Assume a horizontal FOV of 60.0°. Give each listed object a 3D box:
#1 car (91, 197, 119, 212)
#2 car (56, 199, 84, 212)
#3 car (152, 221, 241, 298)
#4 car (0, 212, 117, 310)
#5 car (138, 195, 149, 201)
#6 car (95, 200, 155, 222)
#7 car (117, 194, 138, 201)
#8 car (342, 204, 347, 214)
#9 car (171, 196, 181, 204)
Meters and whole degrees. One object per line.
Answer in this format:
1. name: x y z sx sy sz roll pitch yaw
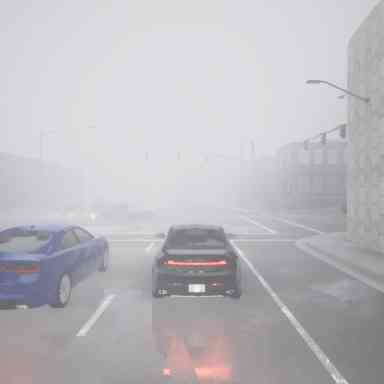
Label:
1. car: -10.449 1.601 39.530 1.895 1.301 4.718 0 0 0
2. car: -14.065 1.526 38.604 1.812 1.442 4.674 0 0 1
3. car: 0.104 1.505 8.478 1.837 1.490 4.892 0 0 0
4. car: -3.401 1.478 7.933 1.882 1.535 5.008 0 0 0
5. car: -10.299 1.352 69.110 2.097 1.767 4.553 0 0 0
6. car: -5.278 1.601 26.742 4.718 1.301 1.895 0 0 35
7. car: -10.430 1.525 53.856 1.812 1.442 4.674 0 0 0
8. car: 14.996 1.015 27.522 5.008 1.535 1.882 -5 0 0
9. car: -3.206 1.478 65.999 1.882 1.535 5.008 0 0 0
